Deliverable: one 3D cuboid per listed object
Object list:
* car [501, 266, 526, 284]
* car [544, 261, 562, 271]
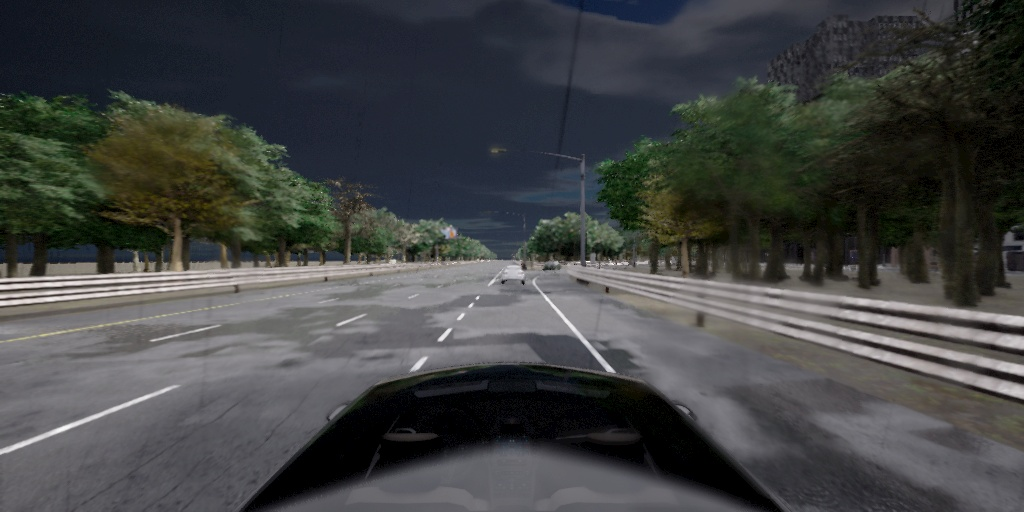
[{"bbox_3d":[0.190,1.532,30.375,1.812,1.442,4.674,0,-1,3],"label":"car"},{"bbox_3d":[6.843,1.595,59.639,2.097,1.767,4.553,0,0,23],"label":"car"}]
